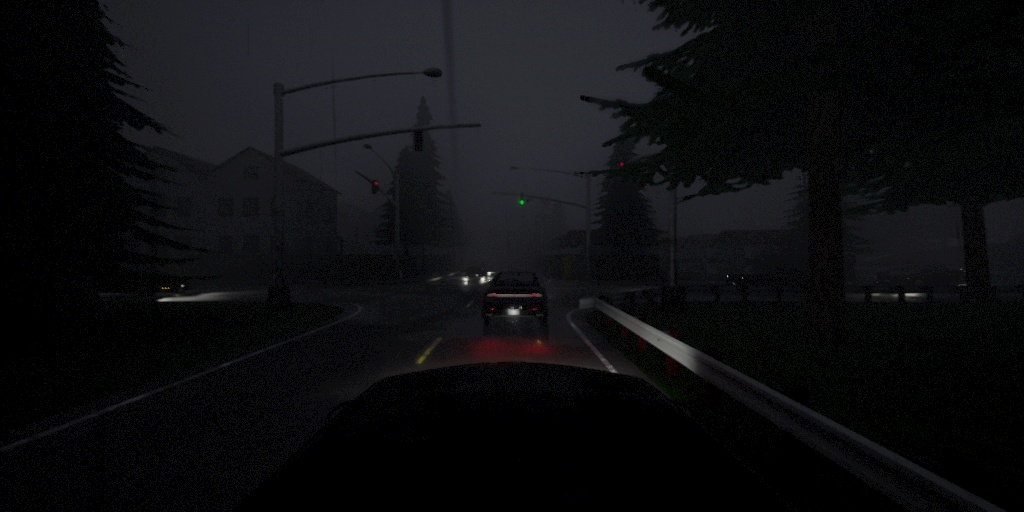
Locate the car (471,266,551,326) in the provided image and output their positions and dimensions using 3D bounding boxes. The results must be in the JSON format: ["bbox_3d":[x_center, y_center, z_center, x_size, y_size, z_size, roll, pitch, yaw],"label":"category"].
[{"bbox_3d":[0.212,1.233,11.656,2.128,1.511,4.902,0,0,4],"label":"car"}]

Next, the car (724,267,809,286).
[{"bbox_3d":[15.337,1.323,21.236,4.718,1.301,1.895,0,0,1],"label":"car"}]

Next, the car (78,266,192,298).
[{"bbox_3d":[-18.791,1.228,17.827,4.892,1.490,1.837,0,0,0],"label":"car"}]

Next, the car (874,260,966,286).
[{"bbox_3d":[24.664,1.200,21.886,5.008,1.535,1.882,0,0,-15],"label":"car"}]

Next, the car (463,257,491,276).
[{"bbox_3d":[-3.563,1.204,36.701,1.882,1.535,5.008,0,0,0],"label":"car"}]

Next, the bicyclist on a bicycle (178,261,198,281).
[{"bbox_3d":[-22.916,1.019,25.341,0.582,1.620,1.656,0,0,0],"label":"bicyclist on a bicycle"}]
